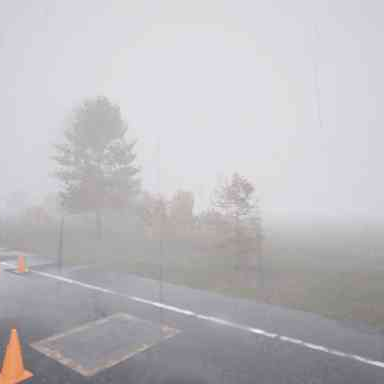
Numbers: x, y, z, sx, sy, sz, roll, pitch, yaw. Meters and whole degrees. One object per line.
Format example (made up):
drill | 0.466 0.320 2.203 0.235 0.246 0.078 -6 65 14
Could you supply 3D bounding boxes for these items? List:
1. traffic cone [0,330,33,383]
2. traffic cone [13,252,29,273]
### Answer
traffic cone | -2.241 2.033 4.181 0.340 0.580 0.340 0 -2 37
traffic cone | -5.227 2.136 10.187 0.340 0.580 0.340 0 -2 37
